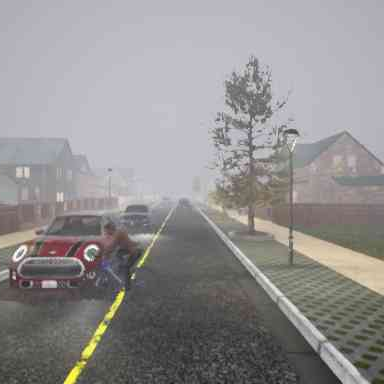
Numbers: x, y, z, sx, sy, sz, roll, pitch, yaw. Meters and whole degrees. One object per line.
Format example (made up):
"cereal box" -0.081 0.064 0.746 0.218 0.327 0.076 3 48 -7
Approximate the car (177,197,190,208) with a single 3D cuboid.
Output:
"car" -1.227 1.530 49.421 1.882 1.535 5.008 0 0 -2

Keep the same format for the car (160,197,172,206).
"car" -4.365 1.599 56.802 1.812 1.442 4.674 0 0 -1

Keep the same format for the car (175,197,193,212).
"car" -0.918 1.555 38.210 1.812 1.442 4.674 0 0 -1

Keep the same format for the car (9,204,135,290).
"car" -3.062 1.353 9.249 2.097 1.767 4.553 0 0 -2

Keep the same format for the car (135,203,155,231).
"car" -3.373 1.513 20.798 1.837 1.490 4.892 0 0 -2

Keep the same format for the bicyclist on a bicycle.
"bicyclist on a bicycle" -1.503 1.450 6.882 1.656 1.620 0.582 -2 0 -2
